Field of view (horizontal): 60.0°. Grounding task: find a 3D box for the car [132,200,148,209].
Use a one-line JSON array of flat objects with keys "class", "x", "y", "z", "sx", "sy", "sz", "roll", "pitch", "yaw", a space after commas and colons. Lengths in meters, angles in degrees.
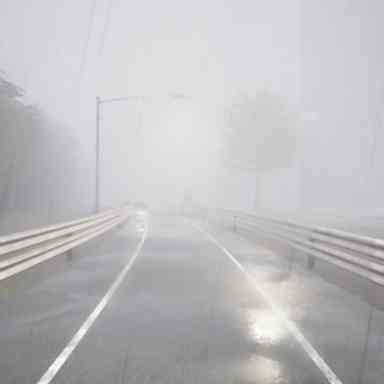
[{"class": "car", "x": -8.516, "y": 1.952, "z": 54.524, "sx": 2.033, "sy": 1.411, "sz": 5.357, "roll": 0, "pitch": -1, "yaw": -20}]
